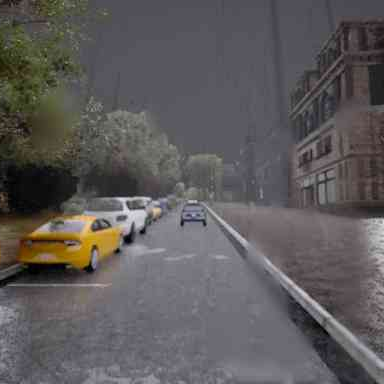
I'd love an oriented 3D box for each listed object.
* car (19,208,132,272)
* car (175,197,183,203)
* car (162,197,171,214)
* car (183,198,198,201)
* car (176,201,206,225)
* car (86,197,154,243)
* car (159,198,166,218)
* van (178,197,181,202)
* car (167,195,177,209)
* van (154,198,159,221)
[{"bbox_3d":[-3.657,1.513,10.996,2.097,1.535,5.008,0,0,2],"label":"car"},{"bbox_3d":[-3.667,2.392,94.512,2.097,1.535,5.008,1,-2,2],"label":"car"},{"bbox_3d":[-3.664,1.584,33.276,2.097,1.535,5.008,0,0,2],"label":"car"},{"bbox_3d":[0.087,1.665,42.344,1.812,1.442,4.674,0,0,0],"label":"car"},{"bbox_3d":[0.092,1.622,24.716,2.033,1.411,5.357,0,0,0],"label":"car"},{"bbox_3d":[-3.658,1.278,16.601,2.435,2.045,5.566,0,0,2],"label":"car"},{"bbox_3d":[-3.655,1.562,27.897,1.946,1.575,5.366,0,0,2],"label":"car"},{"bbox_3d":[-3.669,1.468,61.252,1.878,1.987,4.442,0,0,2],"label":"van"},{"bbox_3d":[-3.669,1.502,44.392,2.185,1.767,4.553,0,0,2],"label":"car"},{"bbox_3d":[-3.657,1.321,22.259,1.878,1.987,4.442,0,0,2],"label":"van"}]
